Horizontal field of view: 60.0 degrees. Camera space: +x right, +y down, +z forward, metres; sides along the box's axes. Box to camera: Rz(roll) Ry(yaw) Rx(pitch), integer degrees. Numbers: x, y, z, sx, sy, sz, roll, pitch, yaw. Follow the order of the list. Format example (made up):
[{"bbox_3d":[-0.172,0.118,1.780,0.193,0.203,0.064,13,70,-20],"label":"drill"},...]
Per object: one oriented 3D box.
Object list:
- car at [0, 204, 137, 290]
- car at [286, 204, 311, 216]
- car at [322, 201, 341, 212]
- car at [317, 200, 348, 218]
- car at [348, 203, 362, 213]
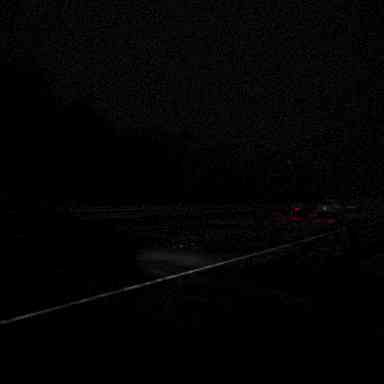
[{"bbox_3d":[-3.910,1.319,8.058,2.150,2.045,5.566,0,-1,39],"label":"car"},{"bbox_3d":[13.264,2.256,41.660,1.812,1.442,4.674,0,-1,36],"label":"car"},{"bbox_3d":[23.652,2.437,56.263,2.097,1.767,4.553,0,-1,35],"label":"car"},{"bbox_3d":[17.090,2.002,40.944,2.150,2.045,5.566,0,-1,36],"label":"car"},{"bbox_3d":[26.300,2.599,53.948,1.837,1.490,4.892,0,-1,35],"label":"car"}]
